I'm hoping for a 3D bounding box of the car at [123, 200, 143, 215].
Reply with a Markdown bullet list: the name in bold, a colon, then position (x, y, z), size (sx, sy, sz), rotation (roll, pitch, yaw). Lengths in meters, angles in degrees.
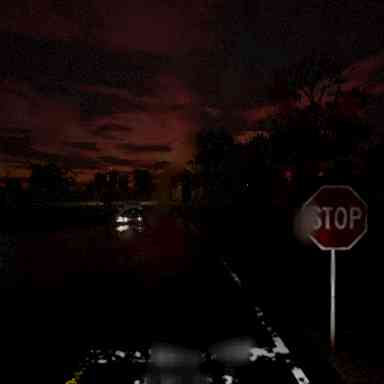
- **car**: position (-6.227, 1.621, 35.138), size (1.812, 1.442, 4.674), rotation (0, 0, -11)
